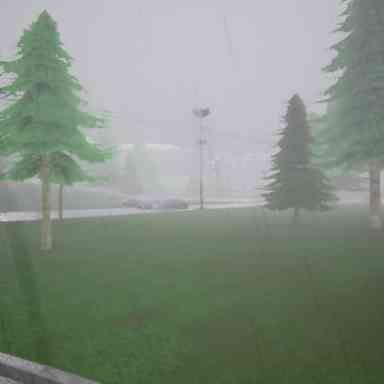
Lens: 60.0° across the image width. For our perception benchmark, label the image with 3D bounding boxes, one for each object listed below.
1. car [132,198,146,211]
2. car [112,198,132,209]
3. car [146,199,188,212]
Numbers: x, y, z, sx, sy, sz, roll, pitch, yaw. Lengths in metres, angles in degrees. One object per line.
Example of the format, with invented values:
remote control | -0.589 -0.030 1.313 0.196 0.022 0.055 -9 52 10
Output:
car | -4.972 1.684 42.127 4.181 1.385 1.994 0 0 -40
car | -9.095 1.665 47.810 4.892 1.490 1.837 0 -1 -40
car | -2.613 1.593 40.408 4.902 1.511 2.128 0 0 -44
